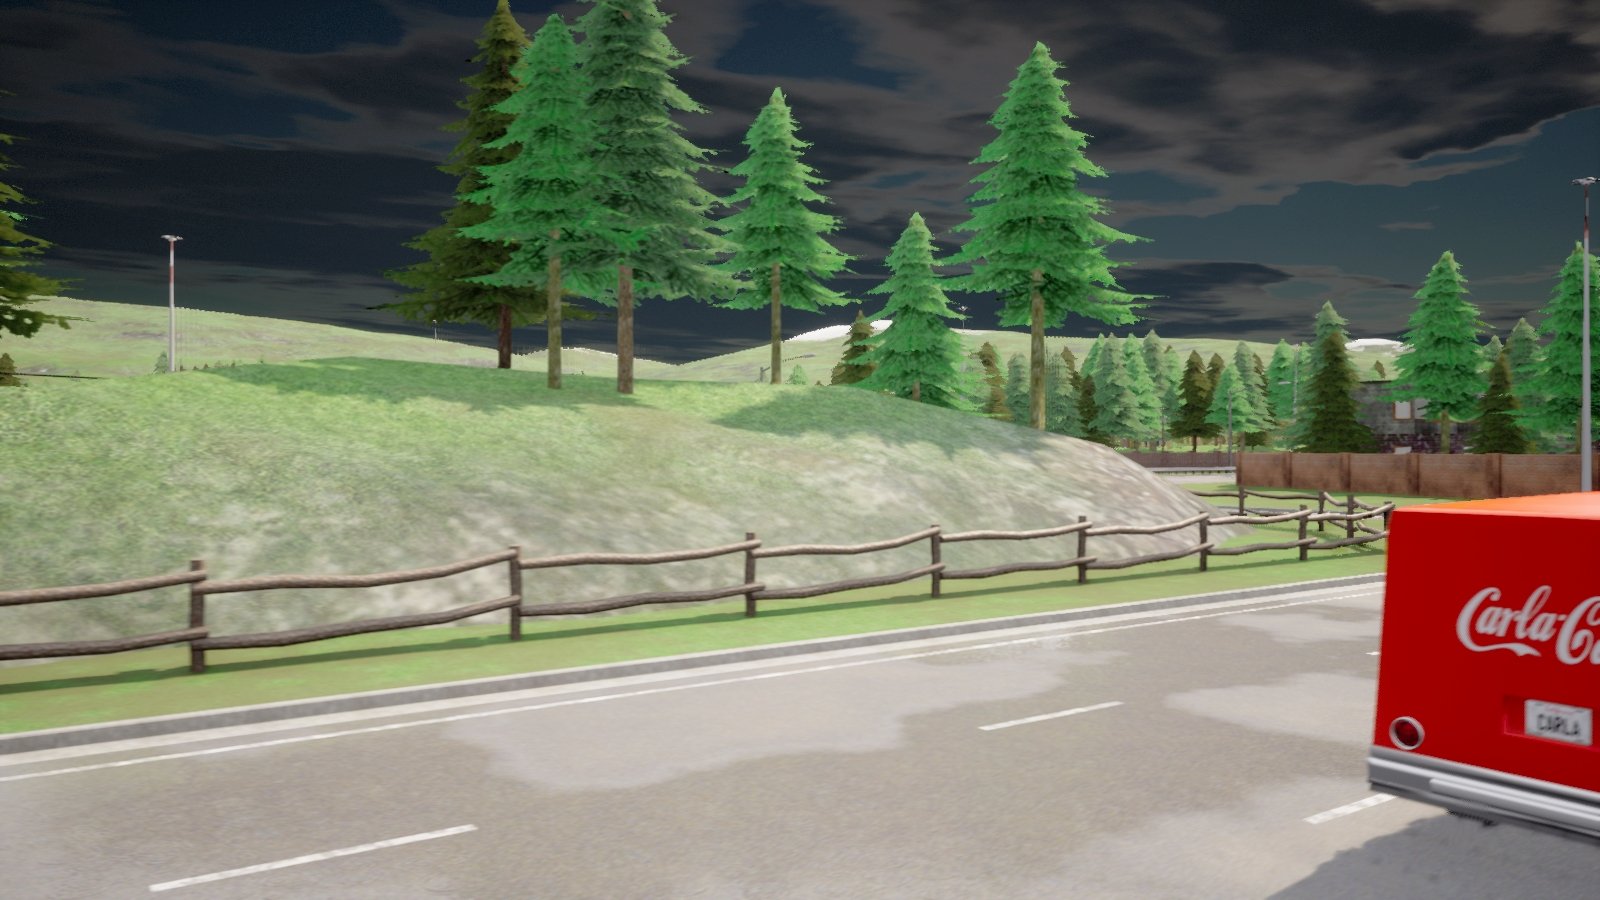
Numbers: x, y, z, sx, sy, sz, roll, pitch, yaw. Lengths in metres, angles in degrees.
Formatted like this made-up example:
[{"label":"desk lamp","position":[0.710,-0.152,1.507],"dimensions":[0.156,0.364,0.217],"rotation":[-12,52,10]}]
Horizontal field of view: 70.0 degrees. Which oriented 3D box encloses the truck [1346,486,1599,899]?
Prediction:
[{"label":"truck","position":[6.754,1.570,8.520],"dimensions":[5.204,2.467,2.627],"rotation":[0,0,-35]}]
